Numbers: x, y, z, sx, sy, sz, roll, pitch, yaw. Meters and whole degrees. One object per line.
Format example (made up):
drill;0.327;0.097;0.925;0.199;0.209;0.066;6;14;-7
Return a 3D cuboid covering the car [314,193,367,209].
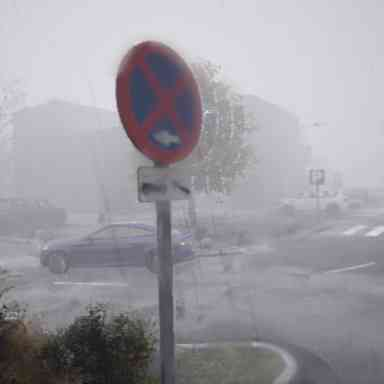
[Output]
car;14.910;0.933;33.637;4.674;1.452;2.002;-2;0;17

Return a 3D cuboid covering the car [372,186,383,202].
car;20.330;0.566;40.822;4.553;1.767;2.185;-2;0;17

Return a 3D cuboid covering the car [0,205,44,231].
car;-12.936;1.756;23.223;2.163;1.488;4.792;-1;0;16

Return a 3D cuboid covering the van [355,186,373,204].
van;16.606;0.604;36.054;4.442;1.987;1.878;-2;0;17

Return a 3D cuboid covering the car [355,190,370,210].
car;13.276;0.950;31.184;5.366;1.575;1.946;-2;0;17

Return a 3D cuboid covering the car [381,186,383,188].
car;24.029;0.431;45.567;4.553;1.767;2.185;-2;0;17

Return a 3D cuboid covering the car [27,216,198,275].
car;-2.157;1.579;10.080;4.674;1.442;1.812;-2;1;4

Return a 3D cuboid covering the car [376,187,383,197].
car;38.540;-0.069;64.684;4.553;1.767;2.185;-2;0;17

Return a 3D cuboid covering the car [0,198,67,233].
car;-10.553;1.425;21.550;2.435;2.045;5.566;-1;0;16

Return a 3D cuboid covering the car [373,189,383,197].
car;36.756;0.155;62.281;4.674;1.452;2.002;-2;0;17

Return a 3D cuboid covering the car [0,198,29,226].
car;-15.353;1.527;24.951;2.435;2.045;5.566;-1;0;16

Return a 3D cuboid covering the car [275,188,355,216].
car;9.436;0.845;26.444;5.566;2.045;2.435;-2;0;17

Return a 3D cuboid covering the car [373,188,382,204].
car;18.549;0.758;38.408;5.008;1.535;2.097;-2;0;17
